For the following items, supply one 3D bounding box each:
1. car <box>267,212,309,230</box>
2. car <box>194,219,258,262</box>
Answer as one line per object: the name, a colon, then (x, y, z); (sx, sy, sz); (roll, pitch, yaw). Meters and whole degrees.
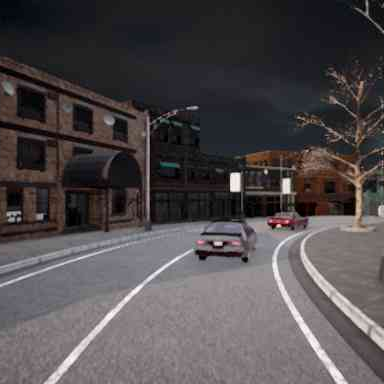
car: (7.710, 2.274, 26.344); (1.895, 1.301, 4.718); (0, -2, 36)
car: (1.515, 1.806, 13.317); (2.033, 1.411, 5.357); (0, -2, 15)
